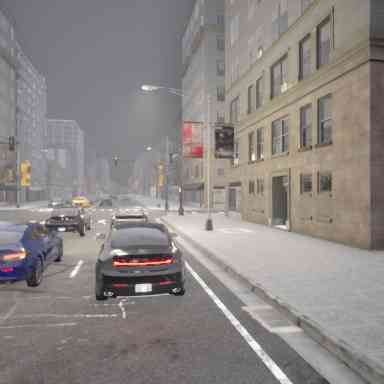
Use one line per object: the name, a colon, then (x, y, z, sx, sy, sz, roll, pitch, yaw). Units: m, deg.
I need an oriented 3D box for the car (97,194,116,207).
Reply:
car: (-13.709, 1.526, 53.400, 1.837, 1.490, 4.892, 0, 0, -12)

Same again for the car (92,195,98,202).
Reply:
car: (-18.132, 1.373, 58.036, 2.097, 1.767, 4.553, 0, 0, -12)

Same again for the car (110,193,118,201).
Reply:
car: (-20.539, 1.247, 86.751, 2.150, 2.045, 5.566, 0, 0, -11)

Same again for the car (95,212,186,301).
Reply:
car: (-1.360, 1.506, 8.456, 1.837, 1.490, 4.892, 0, 0, -11)

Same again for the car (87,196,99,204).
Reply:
car: (-20.008, 1.575, 67.647, 1.994, 1.385, 4.181, 0, 0, -11)

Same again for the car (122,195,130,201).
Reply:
car: (-17.840, 1.499, 89.814, 1.882, 1.535, 5.008, 0, 0, -11)

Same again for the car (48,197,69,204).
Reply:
car: (-19.546, 1.510, 48.175, 2.128, 1.511, 4.902, 0, 0, -14)

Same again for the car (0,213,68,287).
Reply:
car: (-4.784, 1.527, 9.020, 1.812, 1.442, 4.674, 0, 0, -11)

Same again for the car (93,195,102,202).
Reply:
car: (-21.999, 1.497, 77.532, 1.837, 1.490, 4.892, 0, 0, -11)

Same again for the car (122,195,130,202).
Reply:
car: (-15.869, 1.617, 80.018, 1.895, 1.301, 4.718, 0, 0, -11)

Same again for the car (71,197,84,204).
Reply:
car: (-23.311, 1.617, 67.588, 1.895, 1.301, 4.718, 0, 0, -11)

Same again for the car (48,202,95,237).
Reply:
car: (-6.591, 1.509, 17.988, 1.837, 1.490, 4.892, 0, 0, -11)

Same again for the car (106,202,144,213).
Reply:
car: (-3.297, 1.495, 17.579, 2.128, 1.511, 4.902, 0, 0, -11)

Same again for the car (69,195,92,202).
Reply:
car: (-16.335, 1.496, 48.949, 1.882, 1.535, 5.008, 0, 0, -11)

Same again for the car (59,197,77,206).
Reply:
car: (-21.393, 1.568, 57.745, 2.033, 1.411, 5.357, 0, 0, -11)
